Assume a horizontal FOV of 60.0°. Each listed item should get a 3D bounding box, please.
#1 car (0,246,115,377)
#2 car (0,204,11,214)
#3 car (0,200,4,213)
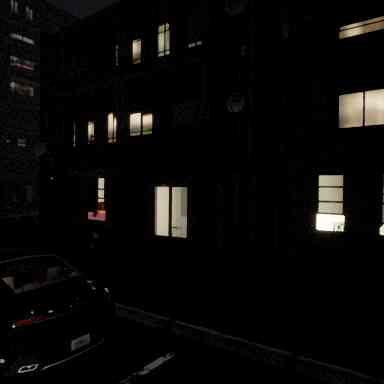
[{"bbox_3d":[-3.103,1.549,5.230,4.403,1.369,2.008,0,1,36],"label":"car"},{"bbox_3d":[-21.640,1.655,34.076,2.033,1.411,5.357,1,0,36],"label":"car"},{"bbox_3d":[-23.287,1.622,36.212,2.008,1.369,4.403,1,0,36],"label":"car"}]
